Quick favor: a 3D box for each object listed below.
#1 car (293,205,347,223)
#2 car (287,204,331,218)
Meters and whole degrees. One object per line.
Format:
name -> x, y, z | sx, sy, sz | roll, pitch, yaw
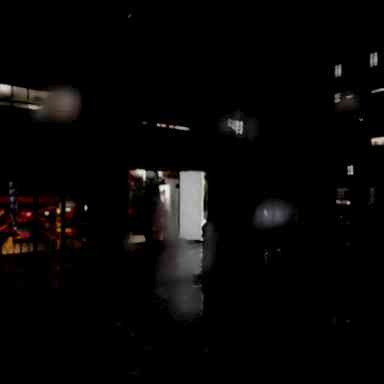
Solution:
car -> 11.103, 1.862, 28.873 | 1.994, 1.385, 4.181 | 0, -1, -35
car -> 12.621, 1.973, 36.138 | 1.802, 1.307, 4.206 | 0, 0, -35
